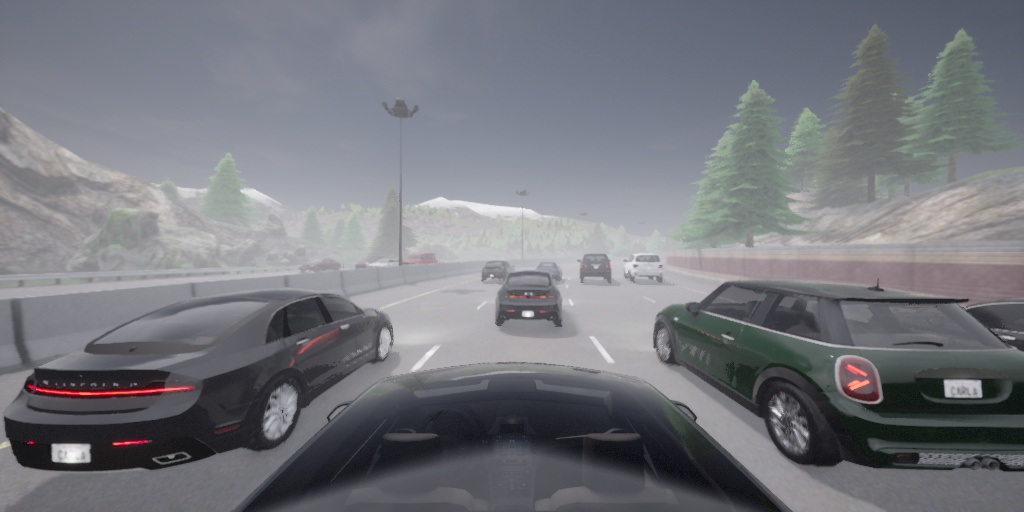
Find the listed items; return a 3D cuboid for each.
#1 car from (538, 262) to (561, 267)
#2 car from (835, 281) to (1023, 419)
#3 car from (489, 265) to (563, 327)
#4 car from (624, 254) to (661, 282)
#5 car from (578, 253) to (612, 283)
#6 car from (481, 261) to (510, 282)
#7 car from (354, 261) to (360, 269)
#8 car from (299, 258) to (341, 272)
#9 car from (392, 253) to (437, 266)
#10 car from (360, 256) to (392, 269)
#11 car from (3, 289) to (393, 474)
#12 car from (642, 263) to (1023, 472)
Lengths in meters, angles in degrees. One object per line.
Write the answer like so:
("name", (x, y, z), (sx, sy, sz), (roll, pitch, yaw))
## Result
("car", (2.806, 1.148, 27.734), (1.994, 1.385, 4.181), (0, 0, 11))
("car", (7.214, 1.263, 4.574), (1.837, 1.490, 4.892), (0, 0, 1))
("car", (0.568, 1.191, 11.394), (1.837, 1.490, 4.892), (0, 0, 4))
("car", (9.707, 0.839, 26.739), (2.150, 2.045, 5.566), (0, 0, 11))
("car", (6.057, 0.828, 26.326), (2.150, 2.045, 5.566), (0, 0, 11))
("car", (-0.948, 1.081, 26.786), (1.837, 1.490, 4.892), (0, 0, 10))
("car", (-15.864, 0.775, 41.015), (2.097, 1.767, 4.553), (0, 0, 15))
("car", (-20.214, 0.952, 38.037), (1.812, 1.442, 4.674), (0, 0, 14))
("car", (-9.668, 0.692, 37.107), (2.150, 2.045, 5.566), (0, 1, 14))
("car", (-13.219, 0.984, 37.216), (1.812, 1.442, 4.674), (0, 0, 14))
("car", (-3.266, 1.219, 5.118), (1.837, 1.490, 4.892), (0, 0, 1))
("car", (3.736, 1.094, 5.064), (2.097, 1.767, 4.553), (0, 0, 1))
